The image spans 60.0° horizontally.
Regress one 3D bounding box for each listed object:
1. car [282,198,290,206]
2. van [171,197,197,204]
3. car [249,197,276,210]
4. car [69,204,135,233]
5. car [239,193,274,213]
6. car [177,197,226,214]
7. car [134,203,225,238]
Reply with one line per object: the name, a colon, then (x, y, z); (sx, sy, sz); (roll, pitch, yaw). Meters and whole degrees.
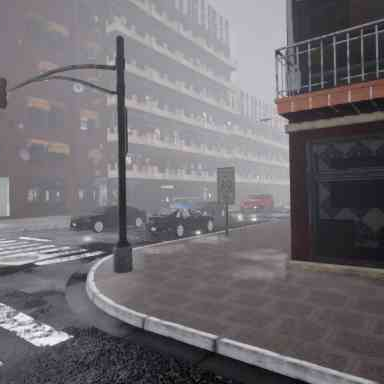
car: (15.713, 1.496, 52.935); (1.752, 1.417, 4.829); (-1, -1, 36)
van: (-0.399, 1.365, 30.424); (1.690, 1.788, 3.998); (-1, -1, 36)
car: (9.327, 1.431, 44.014); (1.967, 1.590, 4.097); (-1, -1, 36)
car: (-4.882, 1.475, 19.919); (1.882, 1.535, 5.008); (-1, -1, 36)
car: (7.252, 1.174, 36.875); (2.150, 2.045, 5.566); (-1, -1, 36)
car: (1.167, 1.478, 28.368); (1.837, 1.490, 4.892); (-1, -1, 35)
car: (-0.470, 1.435, 16.778); (2.008, 1.369, 4.403); (-1, -1, 36)
